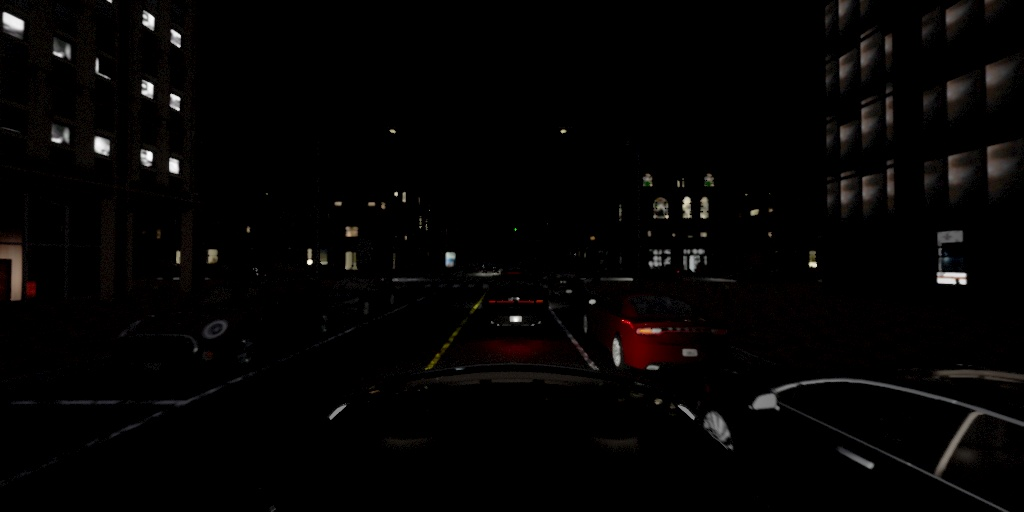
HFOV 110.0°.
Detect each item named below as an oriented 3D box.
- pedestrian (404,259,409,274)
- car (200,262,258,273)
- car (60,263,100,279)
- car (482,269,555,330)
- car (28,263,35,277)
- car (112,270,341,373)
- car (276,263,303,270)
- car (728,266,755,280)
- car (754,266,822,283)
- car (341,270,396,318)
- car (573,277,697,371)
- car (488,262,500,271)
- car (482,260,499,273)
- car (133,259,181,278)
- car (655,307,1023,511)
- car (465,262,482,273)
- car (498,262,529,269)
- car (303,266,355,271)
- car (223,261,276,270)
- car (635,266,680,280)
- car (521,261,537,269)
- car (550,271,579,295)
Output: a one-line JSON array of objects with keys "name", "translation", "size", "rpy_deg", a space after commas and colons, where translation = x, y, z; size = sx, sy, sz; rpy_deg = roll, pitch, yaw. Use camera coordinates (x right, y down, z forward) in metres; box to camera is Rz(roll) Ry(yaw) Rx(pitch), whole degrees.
[{"name": "pedestrian", "translation": [-12.562, 1.224, 42.575], "size": [0.375, 1.860, 0.375], "rpy_deg": [0, -1, 1]}, {"name": "car", "translation": [-25.423, 1.423, 31.430], "size": [4.403, 1.370, 2.007], "rpy_deg": [0, 0, 1]}, {"name": "car", "translation": [-36.496, 1.378, 31.598], "size": [4.403, 1.370, 2.007], "rpy_deg": [0, 0, 1]}, {"name": "car", "translation": [0.099, 1.339, 11.465], "size": [1.837, 1.490, 4.892], "rpy_deg": [0, 0, 0]}, {"name": "car", "translation": [-42.031, 1.351, 31.682], "size": [4.507, 1.381, 1.888], "rpy_deg": [0, 0, 1]}, {"name": "car", "translation": [-5.691, 1.240, 7.665], "size": [1.967, 1.591, 4.097], "rpy_deg": [0, 0, 0]}, {"name": "car", "translation": [-25.464, 1.513, 39.811], "size": [4.829, 1.417, 1.751], "rpy_deg": [0, 0, 1]}, {"name": "car", "translation": [24.617, 1.702, 36.473], "size": [4.674, 1.442, 1.812], "rpy_deg": [0, -1, 1]}, {"name": "car", "translation": [23.635, 1.674, 30.651], "size": [4.207, 1.307, 1.802], "rpy_deg": [0, 0, 1]}, {"name": "car", "translation": [-5.693, 1.398, 13.357], "size": [2.007, 1.370, 4.403], "rpy_deg": [0, 0, 0]}, {"name": "car", "translation": [2.689, 1.345, 7.650], "size": [1.888, 1.381, 4.507], "rpy_deg": [0, 0, 0]}, {"name": "car", "translation": [-3.081, 1.760, 61.522], "size": [1.837, 1.490, 4.892], "rpy_deg": [0, 0, 0]}, {"name": "car", "translation": [-3.096, 1.652, 52.113], "size": [1.882, 1.535, 5.008], "rpy_deg": [0, 0, 1]}, {"name": "car", "translation": [-30.959, 1.164, 31.514], "size": [5.009, 1.841, 2.192], "rpy_deg": [0, 0, 1]}, {"name": "car", "translation": [2.691, 1.303, 1.958], "size": [2.007, 1.370, 4.403], "rpy_deg": [0, 0, 0]}, {"name": "car", "translation": [-5.703, 1.751, 51.433], "size": [1.802, 1.307, 4.207], "rpy_deg": [0, 0, 0]}, {"name": "car", "translation": [0.103, 1.447, 27.787], "size": [1.882, 1.535, 5.008], "rpy_deg": [0, 0, 0]}, {"name": "car", "translation": [-16.578, 1.546, 33.894], "size": [4.718, 1.301, 1.895], "rpy_deg": [0, -1, 1]}, {"name": "car", "translation": [-25.627, 1.261, 34.036], "size": [4.553, 1.767, 2.097], "rpy_deg": [0, -1, 1]}, {"name": "car", "translation": [14.802, 1.693, 36.617], "size": [4.181, 1.385, 1.994], "rpy_deg": [0, -1, 1]}, {"name": "car", "translation": [2.678, 1.735, 51.423], "size": [1.948, 1.339, 4.313], "rpy_deg": [0, 0, 0]}, {"name": "car", "translation": [2.686, 1.446, 19.033], "size": [2.007, 1.370, 4.403], "rpy_deg": [0, 0, 0]}]
